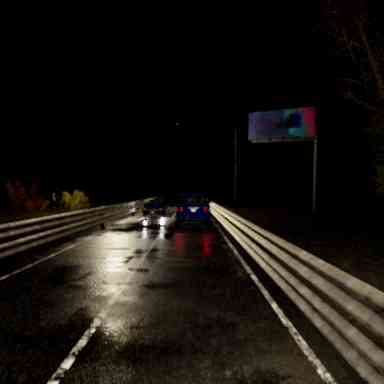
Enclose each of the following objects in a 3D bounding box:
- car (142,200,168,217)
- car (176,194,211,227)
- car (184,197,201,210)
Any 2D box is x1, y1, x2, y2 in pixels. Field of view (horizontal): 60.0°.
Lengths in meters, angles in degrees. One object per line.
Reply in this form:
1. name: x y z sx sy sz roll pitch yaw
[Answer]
1. car: -3.359 1.451 30.630 1.812 1.442 4.674 0 0 0
2. car: 0.081 1.168 22.164 2.150 2.045 5.566 0 0 0
3. car: 0.064 1.445 42.140 2.033 1.411 5.357 0 0 0
